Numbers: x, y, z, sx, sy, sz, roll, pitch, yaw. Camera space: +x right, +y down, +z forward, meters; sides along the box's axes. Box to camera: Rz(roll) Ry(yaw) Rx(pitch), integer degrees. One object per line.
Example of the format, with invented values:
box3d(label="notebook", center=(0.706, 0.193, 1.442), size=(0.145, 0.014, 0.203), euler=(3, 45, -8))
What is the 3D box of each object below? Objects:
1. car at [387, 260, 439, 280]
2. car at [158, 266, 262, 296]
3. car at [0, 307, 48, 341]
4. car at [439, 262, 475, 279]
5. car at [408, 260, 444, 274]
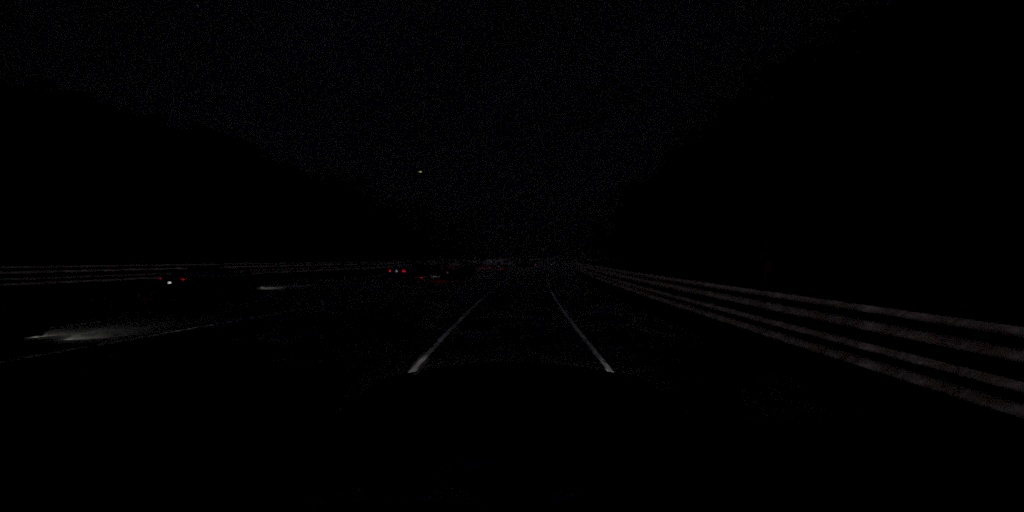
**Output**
box3d(label="car", center=(-8.718, 1.277, 31.256), size=(2.033, 1.411, 5.357), euler=(0, 0, 13))
box3d(label="car", center=(-15.258, 1.198, 18.394), size=(1.994, 1.385, 4.181), euler=(1, 0, 13))
box3d(label="car", center=(-11.118, 1.157, 5.142), size=(2.033, 1.411, 5.357), euler=(0, 0, 13))
box3d(label="car", center=(-4.858, 1.237, 32.431), size=(1.882, 1.535, 5.008), euler=(0, 0, 13))
box3d(label="car", center=(-9.893, 1.247, 41.786), size=(2.128, 1.511, 4.902), euler=(0, 0, 13))
